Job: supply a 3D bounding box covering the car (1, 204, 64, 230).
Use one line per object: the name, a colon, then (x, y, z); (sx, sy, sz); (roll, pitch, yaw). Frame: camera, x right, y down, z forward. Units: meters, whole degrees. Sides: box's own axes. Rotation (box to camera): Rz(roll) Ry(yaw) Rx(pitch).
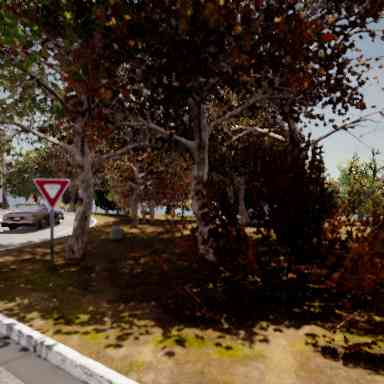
car: (-9.440, 1.456, 20.143); (2.033, 1.411, 5.357); (0, 0, -4)
